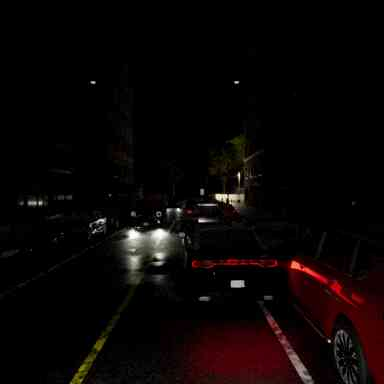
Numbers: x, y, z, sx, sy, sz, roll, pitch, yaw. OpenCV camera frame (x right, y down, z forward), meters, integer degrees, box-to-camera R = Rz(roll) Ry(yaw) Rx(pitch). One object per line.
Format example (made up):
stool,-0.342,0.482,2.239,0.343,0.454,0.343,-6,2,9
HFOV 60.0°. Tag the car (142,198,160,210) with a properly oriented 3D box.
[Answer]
car,-5.292,1.535,43.509,1.752,1.417,4.829,0,0,0

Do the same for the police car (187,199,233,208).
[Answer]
police car,0.864,1.425,18.518,1.930,1.638,5.238,0,0,0

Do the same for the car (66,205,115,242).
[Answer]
car,-5.354,1.551,16.086,2.008,1.369,4.403,0,0,0

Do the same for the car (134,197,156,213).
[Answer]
car,-5.304,1.446,38.161,1.967,1.590,4.097,0,0,0

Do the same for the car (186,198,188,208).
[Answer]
car,0.105,1.612,45.620,1.895,1.301,4.718,0,0,0

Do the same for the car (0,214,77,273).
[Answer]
car,-5.366,1.582,10.567,1.802,1.307,4.206,0,0,0

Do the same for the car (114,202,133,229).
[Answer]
car,-5.341,1.545,21.605,1.887,1.381,4.507,0,0,0

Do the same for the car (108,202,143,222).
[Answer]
car,-5.328,1.567,27.124,1.947,1.339,4.313,0,0,0

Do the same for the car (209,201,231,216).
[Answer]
car,2.709,1.584,32.627,1.802,1.307,4.206,0,0,0

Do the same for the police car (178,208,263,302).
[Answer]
police car,0.693,1.425,8.482,1.930,1.638,5.238,0,0,-3

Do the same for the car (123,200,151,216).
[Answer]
car,-5.316,1.553,32.642,2.008,1.369,4.403,0,0,0

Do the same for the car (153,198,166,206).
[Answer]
car,-5.266,1.600,54.717,1.802,1.307,4.206,0,0,0

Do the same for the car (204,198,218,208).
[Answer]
car,2.747,1.596,49.182,1.802,1.307,4.206,0,0,0

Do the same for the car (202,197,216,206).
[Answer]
car,2.759,1.584,54.700,1.947,1.339,4.313,0,0,0

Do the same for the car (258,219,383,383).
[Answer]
car,2.646,1.315,5.036,2.192,1.841,5.009,0,0,0

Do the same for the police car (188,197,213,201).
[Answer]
police car,0.878,1.426,24.518,1.930,1.638,5.238,0,0,0

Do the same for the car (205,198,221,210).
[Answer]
car,2.734,1.554,43.664,1.887,1.381,4.507,0,0,0

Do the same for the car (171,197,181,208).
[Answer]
car,-2.641,1.518,48.048,1.837,1.490,4.892,0,0,0

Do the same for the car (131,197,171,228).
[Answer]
car,-2.800,1.352,22.224,2.097,1.767,4.553,0,0,0

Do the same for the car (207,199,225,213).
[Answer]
car,2.722,1.531,38.316,1.752,1.417,4.829,0,0,0

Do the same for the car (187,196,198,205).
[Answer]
car,0.134,1.548,59.779,1.812,1.442,4.674,0,0,0

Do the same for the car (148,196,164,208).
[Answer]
car,-5.279,1.454,49.198,1.967,1.590,4.097,0,0,0

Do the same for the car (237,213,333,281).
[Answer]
car,2.655,1.525,10.723,1.752,1.417,4.829,0,0,0
